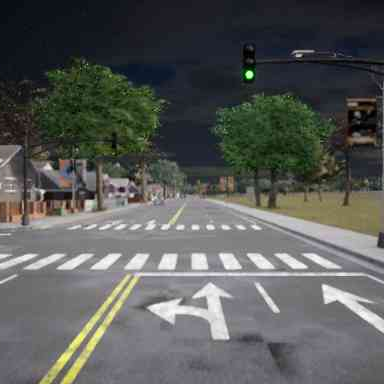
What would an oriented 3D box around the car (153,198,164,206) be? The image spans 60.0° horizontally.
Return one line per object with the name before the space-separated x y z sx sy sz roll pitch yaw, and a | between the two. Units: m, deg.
car | -6.484 1.986 64.210 2.128 1.511 4.902 0 0 0
